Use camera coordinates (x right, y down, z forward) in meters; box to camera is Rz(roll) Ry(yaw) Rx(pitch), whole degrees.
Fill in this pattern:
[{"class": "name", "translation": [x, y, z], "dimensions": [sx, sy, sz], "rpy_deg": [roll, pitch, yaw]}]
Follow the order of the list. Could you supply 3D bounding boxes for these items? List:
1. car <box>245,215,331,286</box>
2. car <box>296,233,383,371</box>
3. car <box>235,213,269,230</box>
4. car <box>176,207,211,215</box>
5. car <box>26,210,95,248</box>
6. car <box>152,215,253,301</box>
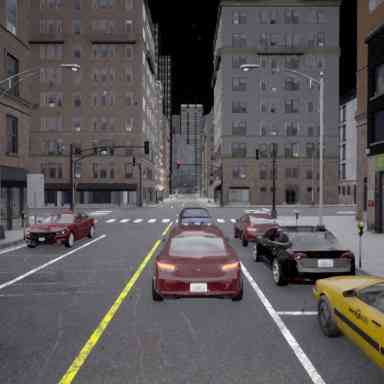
[{"class": "car", "translation": [2.870, 1.563, 9.217], "dimensions": [1.947, 1.339, 4.313], "rpy_deg": [-1, 0, 0]}, {"class": "car", "translation": [2.867, 1.524, 3.801], "dimensions": [1.752, 1.417, 4.829], "rpy_deg": [-1, 0, 0]}, {"class": "car", "translation": [2.873, 1.577, 14.803], "dimensions": [1.802, 1.307, 4.206], "rpy_deg": [-1, 0, 0]}, {"class": "car", "translation": [0.140, 1.542, 18.207], "dimensions": [2.033, 1.411, 5.357], "rpy_deg": [0, 0, -3]}, {"class": "car", "translation": [-5.672, 1.540, 14.804], "dimensions": [1.887, 1.381, 4.507], "rpy_deg": [-1, 0, 0]}, {"class": "car", "translation": [0.102, 1.523, 8.186], "dimensions": [1.812, 1.442, 4.674], "rpy_deg": [0, 0, 0]}]
